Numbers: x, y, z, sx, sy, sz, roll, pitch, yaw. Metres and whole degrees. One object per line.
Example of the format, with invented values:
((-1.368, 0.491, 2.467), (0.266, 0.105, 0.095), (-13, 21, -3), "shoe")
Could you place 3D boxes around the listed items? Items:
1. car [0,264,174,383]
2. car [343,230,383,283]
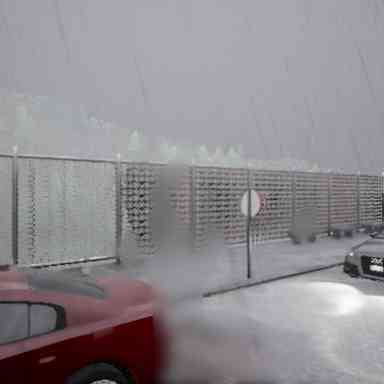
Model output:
((-2.535, 1.477, 2.789), (5.008, 1.535, 1.882), (0, 0, -35), "car")
((5.865, 1.573, 8.778), (4.181, 1.385, 1.994), (0, 0, -35), "car")
